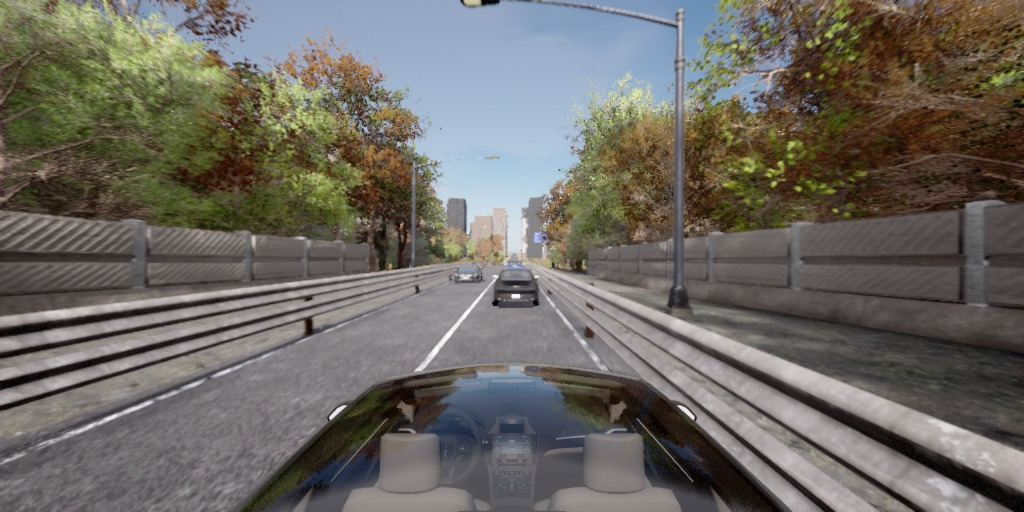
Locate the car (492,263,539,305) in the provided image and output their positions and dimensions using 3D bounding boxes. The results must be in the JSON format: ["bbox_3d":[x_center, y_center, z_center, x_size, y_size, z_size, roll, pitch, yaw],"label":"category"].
[{"bbox_3d":[0.170,1.259,16.000,1.837,1.490,4.892,0,0,0],"label":"car"}]

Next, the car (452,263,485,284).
[{"bbox_3d":[-3.195,1.267,27.187,1.812,1.442,4.674,0,0,0],"label":"car"}]

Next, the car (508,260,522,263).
[{"bbox_3d":[0.316,1.169,38.617,2.097,1.767,4.553,0,0,0],"label":"car"}]
